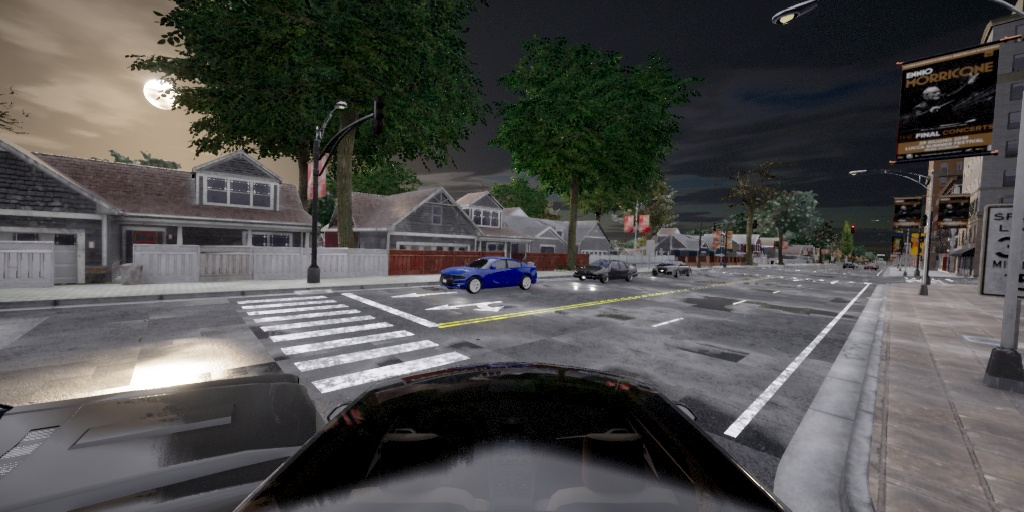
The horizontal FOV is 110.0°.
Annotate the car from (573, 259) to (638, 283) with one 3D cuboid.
[{"bbox_3d":[6.269,0.928,23.422,5.357,1.411,2.033,1,2,-43],"label":"car"}]

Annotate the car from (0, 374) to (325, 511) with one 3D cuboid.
[{"bbox_3d":[-3.317,1.274,1.413,4.718,1.301,1.895,1,2,-33],"label":"car"}]

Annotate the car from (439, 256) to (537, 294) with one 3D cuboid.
[{"bbox_3d":[-0.966,0.781,16.575,5.008,1.535,1.882,1,2,-43],"label":"car"}]

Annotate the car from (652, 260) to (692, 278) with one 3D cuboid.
[{"bbox_3d":[13.536,1.026,30.271,4.181,1.385,1.994,1,2,-44],"label":"car"}]
